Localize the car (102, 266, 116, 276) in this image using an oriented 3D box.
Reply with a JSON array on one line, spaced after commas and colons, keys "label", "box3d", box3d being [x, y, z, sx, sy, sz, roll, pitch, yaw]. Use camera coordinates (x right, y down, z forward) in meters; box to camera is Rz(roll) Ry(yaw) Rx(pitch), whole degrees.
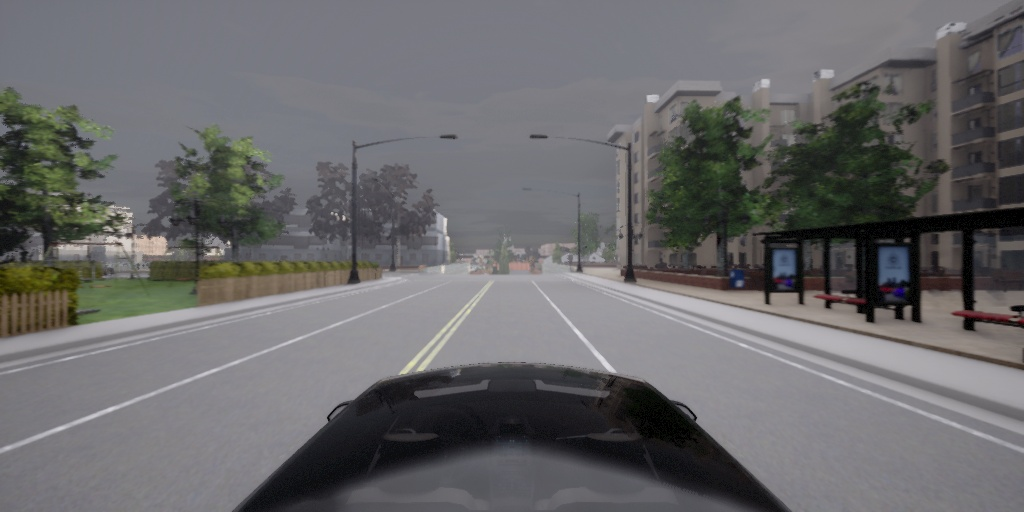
[{"label": "car", "box3d": [-45.790, 1.508, 38.617, 4.892, 1.490, 1.837, 0, 0, 0]}]
